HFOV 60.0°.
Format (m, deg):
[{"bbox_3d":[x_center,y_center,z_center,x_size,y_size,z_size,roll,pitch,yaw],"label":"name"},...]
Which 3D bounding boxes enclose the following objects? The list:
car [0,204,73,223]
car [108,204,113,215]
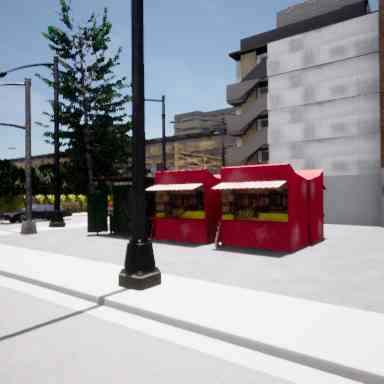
[{"bbox_3d":[-12.427,1.685,26.946,2.033,1.411,5.357,-1,-1,36],"label":"car"},{"bbox_3d":[-6.893,1.489,34.590,2.097,1.767,4.553,-1,-1,36],"label":"car"}]
